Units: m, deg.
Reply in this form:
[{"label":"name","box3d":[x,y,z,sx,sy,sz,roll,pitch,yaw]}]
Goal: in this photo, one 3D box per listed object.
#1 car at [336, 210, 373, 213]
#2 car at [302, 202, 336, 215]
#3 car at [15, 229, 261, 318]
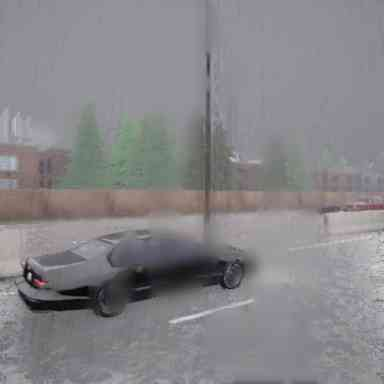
[{"label":"car","box3d":[17.775,1.415,34.539,5.566,2.045,2.150,0,0,-36]},{"label":"car","box3d":[14.111,1.788,36.191,4.718,1.301,1.895,0,0,-36]},{"label":"car","box3d":[-0.889,1.572,7.466,5.357,1.411,2.033,0,0,-36]}]
